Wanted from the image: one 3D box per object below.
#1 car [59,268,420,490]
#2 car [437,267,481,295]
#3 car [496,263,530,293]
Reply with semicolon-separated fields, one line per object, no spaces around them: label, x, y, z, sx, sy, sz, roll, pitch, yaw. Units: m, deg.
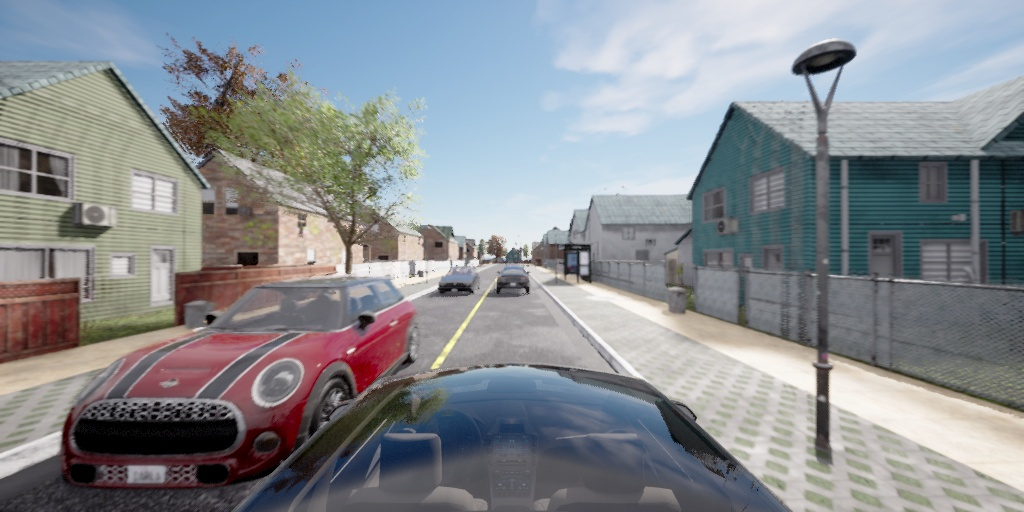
car;-2.827;1.103;5.026;2.097;1.767;4.553;0;0;0
car;-2.816;1.323;20.386;2.033;1.411;5.357;0;0;0
car;0.072;1.302;20.778;1.812;1.442;4.674;0;0;0
